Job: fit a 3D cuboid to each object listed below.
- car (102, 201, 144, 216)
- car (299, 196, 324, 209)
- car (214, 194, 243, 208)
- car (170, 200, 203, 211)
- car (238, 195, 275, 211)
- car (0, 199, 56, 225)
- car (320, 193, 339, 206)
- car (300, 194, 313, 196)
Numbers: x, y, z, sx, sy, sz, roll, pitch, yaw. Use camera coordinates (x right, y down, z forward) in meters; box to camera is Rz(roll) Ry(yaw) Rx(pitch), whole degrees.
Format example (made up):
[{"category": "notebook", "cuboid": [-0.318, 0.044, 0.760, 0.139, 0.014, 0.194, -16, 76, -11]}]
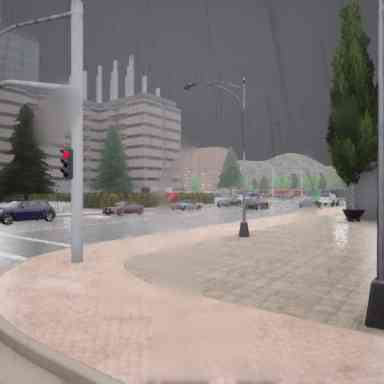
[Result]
[{"category": "car", "cuboid": [-6.636, 1.564, 32.426, 1.994, 1.385, 4.181, 0, 0, 36]}, {"category": "car", "cuboid": [16.240, 1.564, 45.685, 1.994, 1.385, 4.181, 0, 0, 36]}, {"category": "car", "cuboid": [5.484, 1.505, 49.009, 1.837, 1.490, 4.892, 0, 0, 37]}, {"category": "car", "cuboid": [-0.665, 1.601, 40.619, 1.895, 1.301, 4.718, 0, 0, 36]}, {"category": "car", "cuboid": [7.811, 1.505, 40.043, 1.837, 1.490, 4.892, 0, 0, 36]}, {"category": "car", "cuboid": [-12.480, 1.352, 24.376, 2.097, 1.767, 4.553, 0, 0, 36]}, {"category": "car", "cuboid": [22.085, 1.221, 53.721, 2.150, 2.045, 5.566, 0, 0, 36]}, {"category": "car", "cuboid": [19.526, 1.526, 56.157, 1.812, 1.442, 4.674, 0, 0, 36]}]
